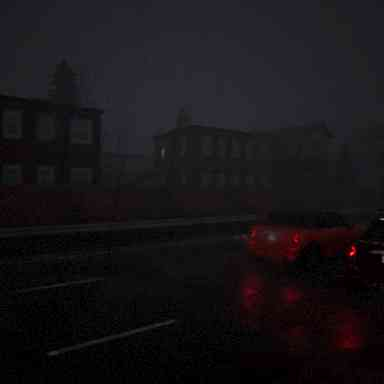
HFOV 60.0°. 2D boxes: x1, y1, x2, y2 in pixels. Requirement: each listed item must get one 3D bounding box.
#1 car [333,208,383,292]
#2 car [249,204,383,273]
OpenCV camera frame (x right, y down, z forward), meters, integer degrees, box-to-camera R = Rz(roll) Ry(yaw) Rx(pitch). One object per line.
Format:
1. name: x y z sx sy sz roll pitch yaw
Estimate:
1. car: 5.592 1.352 7.731 4.553 1.767 2.097 0 0 -35
2. car: 4.064 1.353 10.939 4.553 1.767 2.097 0 0 -35
